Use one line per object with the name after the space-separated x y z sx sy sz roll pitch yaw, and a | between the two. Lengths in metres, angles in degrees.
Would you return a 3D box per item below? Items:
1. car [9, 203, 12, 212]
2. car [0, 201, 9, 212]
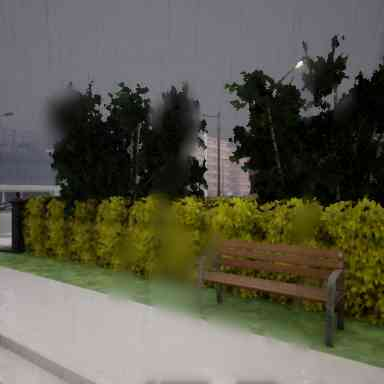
-16.631 1.480 35.836 1.812 1.442 4.674 0 0 35 | car
-19.769 1.520 37.453 1.994 1.385 4.181 0 0 35 | car
